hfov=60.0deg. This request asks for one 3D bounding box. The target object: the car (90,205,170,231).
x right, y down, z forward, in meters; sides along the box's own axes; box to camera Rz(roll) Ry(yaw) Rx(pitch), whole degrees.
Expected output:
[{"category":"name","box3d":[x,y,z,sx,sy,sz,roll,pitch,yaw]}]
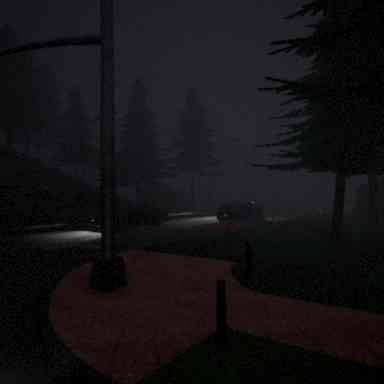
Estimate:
[{"category":"car","box3d":[-3.605,1.505,20.493,2.033,1.411,5.357,-1,0,36]}]

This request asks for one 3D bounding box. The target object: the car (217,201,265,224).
[{"category":"car","box3d":[3.688,1.405,24.532,1.882,1.535,5.008,-1,0,35]}]

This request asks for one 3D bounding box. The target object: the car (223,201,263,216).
[{"category":"car","box3d":[5.013,1.557,32.436,1.895,1.301,4.718,-1,0,36]}]
